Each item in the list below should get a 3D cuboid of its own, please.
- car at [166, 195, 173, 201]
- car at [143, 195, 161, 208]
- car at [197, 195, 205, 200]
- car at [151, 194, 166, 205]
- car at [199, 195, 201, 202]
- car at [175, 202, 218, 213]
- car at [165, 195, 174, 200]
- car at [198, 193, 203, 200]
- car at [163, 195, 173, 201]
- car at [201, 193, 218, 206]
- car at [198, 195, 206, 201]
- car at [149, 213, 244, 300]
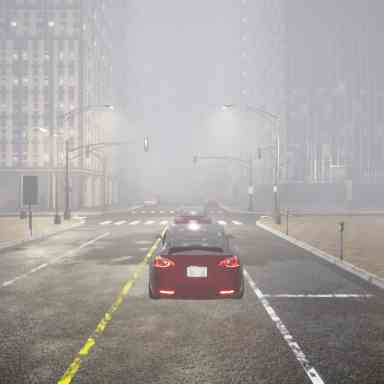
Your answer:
[{"bbox_3d":[-5.900,1.438,76.534,1.887,1.381,4.507,0,0,0],"label":"car"},{"bbox_3d":[-5.950,1.485,47.984,1.752,1.417,4.829,0,0,0],"label":"car"},{"bbox_3d":[2.449,1.410,87.901,2.008,1.369,4.403,0,0,0],"label":"car"},{"bbox_3d":[-5.936,1.264,53.832,2.192,1.841,5.009,0,0,0],"label":"car"},{"bbox_3d":[2.643,1.499,53.855,2.008,1.369,4.403,0,0,0],"label":"car"},{"bbox_3d":[0.040,1.497,18.411,2.163,1.488,4.792,0,0,0],"label":"car"},{"bbox_3d":[-5.931,1.410,87.885,2.008,1.369,4.403,0,0,0],"label":"car"},{"bbox_3d":[2.498,1.223,70.877,2.192,1.841,5.009,0,0,0],"label":"car"},{"bbox_3d":[-5.915,1.428,82.209,2.008,1.369,4.403,0,0,0],"label":"car"},{"bbox_3d":[2.689,1.400,48.177,1.967,1.590,4.097,0,0,0],"label":"car"},{"bbox_3d":[2.465,1.422,82.227,1.887,1.381,4.507,0,0,0],"label":"car"},{"bbox_3d":[0.075,1.502,8.416,2.163,1.488,4.792,0,0,0],"label":"car"}]
